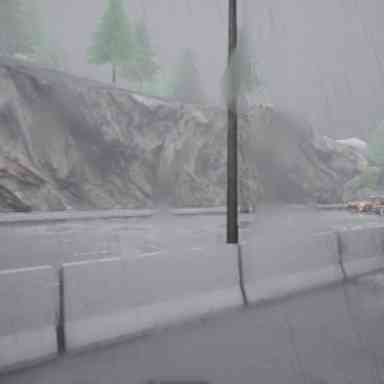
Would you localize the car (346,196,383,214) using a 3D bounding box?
[{"bbox_3d":[17.773,1.204,33.457,4.553,1.767,2.097,0,0,-23],"label":"car"}]

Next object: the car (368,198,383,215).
[{"bbox_3d":[18.654,1.467,30.066,4.718,1.301,1.895,0,0,-23],"label":"car"}]
